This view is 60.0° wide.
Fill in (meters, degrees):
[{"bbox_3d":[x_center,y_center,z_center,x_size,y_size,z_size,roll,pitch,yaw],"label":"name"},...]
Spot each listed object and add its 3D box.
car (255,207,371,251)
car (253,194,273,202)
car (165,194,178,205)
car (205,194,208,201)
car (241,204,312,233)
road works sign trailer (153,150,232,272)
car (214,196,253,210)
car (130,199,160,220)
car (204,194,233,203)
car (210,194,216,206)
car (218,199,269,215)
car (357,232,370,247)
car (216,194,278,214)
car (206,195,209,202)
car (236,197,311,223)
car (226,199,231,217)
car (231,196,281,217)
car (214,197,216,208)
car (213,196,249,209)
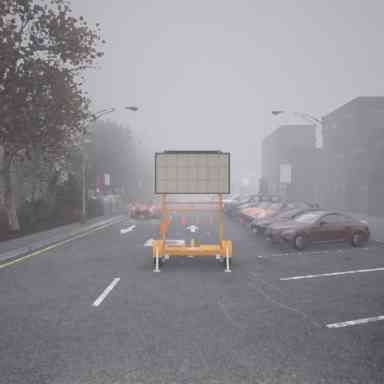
[{"bbox_3d":[5.336,1.528,14.043,4.674,1.452,2.002,1,0,-20],"label":"car"},{"bbox_3d":[18.624,1.463,87.074,2.435,2.045,5.566,0,0,-21],"label":"car"},{"bbox_3d":[-3.844,1.344,62.438,2.150,2.045,5.566,0,0,0],"label":"car"},{"bbox_3d":[5.404,1.613,65.027,5.366,1.575,1.946,1,0,-20],"label":"car"},{"bbox_3d":[5.318,1.518,17.035,4.792,1.488,2.163,1,0,-20],"label":"car"},{"bbox_3d":[0.018,0.465,10.777,2.380,3.560,2.880,0,0,0],"label":"road works sign trailer"},{"bbox_3d":[5.463,1.414,44.061,4.553,1.767,2.185,1,0,-20],"label":"car"},{"bbox_3d":[-3.938,1.368,28.560,2.097,1.767,4.553,0,0,0],"label":"car"},{"bbox_3d":[5.611,1.391,71.120,5.566,2.045,2.435,1,0,-20],"label":"car"},{"bbox_3d":[5.437,1.271,38.048,5.566,2.045,2.435,1,0,-20],"label":"car"},{"bbox_3d":[5.414,1.545,35.046,4.792,1.488,2.163,1,0,-20],"label":"car"},{"bbox_3d":[5.317,1.487,5.043,4.892,1.521,2.231,1,0,-20],"label":"car"},{"bbox_3d":[5.397,1.252,29.031,5.566,2.045,2.435,1,0,-20],"label":"car"},{"bbox_3d":[5.545,1.583,56.082,5.008,1.535,2.097,1,-1,-20],"label":"car"},{"bbox_3d":[5.392,1.366,20.055,4.553,1.767,2.185,1,0,-20],"label":"car"},{"bbox_3d":[5.387,1.538,26.052,4.674,1.452,2.002,1,0,-20],"label":"car"},{"bbox_3d":[5.407,1.369,23.056,4.553,1.767,2.185,1,0,-20],"label":"car"},{"bbox_3d":[5.251,1.503,31.989,5.366,1.575,1.946,1,0,-20],"label":"car"},{"bbox_3d":[5.480,1.424,47.063,4.553,1.767,2.185,1,0,-20],"label":"car"}]
